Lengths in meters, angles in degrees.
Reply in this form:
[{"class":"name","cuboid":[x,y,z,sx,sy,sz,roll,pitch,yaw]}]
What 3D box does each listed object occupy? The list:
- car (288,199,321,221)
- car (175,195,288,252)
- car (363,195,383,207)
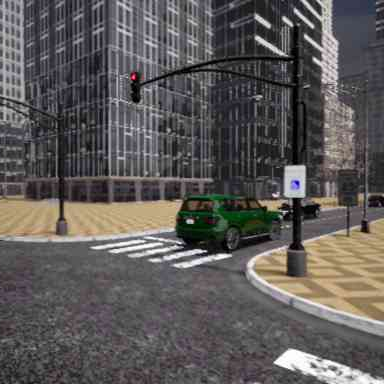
[{"class":"car","cuboid":[8.121,1.271,25.241,2.128,1.511,4.902,1,1,42]},{"class":"car","cuboid":[1.681,1.126,13.865,2.150,2.045,5.566,0,0,40]},{"class":"car","cuboid":[23.167,1.087,42.082,1.882,1.535,5.008,1,1,42]}]
